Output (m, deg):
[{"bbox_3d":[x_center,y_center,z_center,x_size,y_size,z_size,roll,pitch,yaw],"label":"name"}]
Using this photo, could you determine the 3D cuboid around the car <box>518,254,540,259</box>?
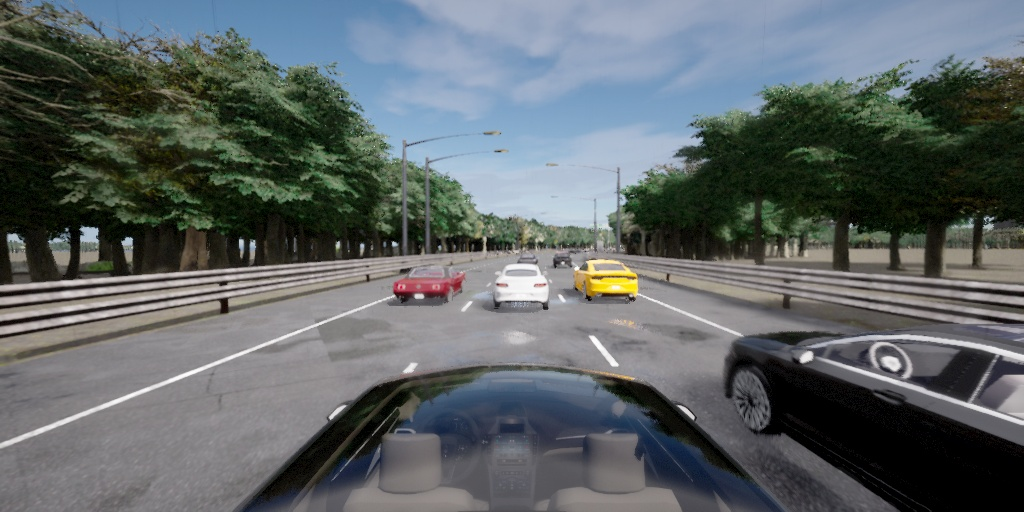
[{"bbox_3d":[1.544,0.506,33.627,2.128,1.511,4.902,0,1,5],"label":"car"}]

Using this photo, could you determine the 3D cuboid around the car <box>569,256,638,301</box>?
[{"bbox_3d":[3.811,0.917,15.305,1.882,1.535,5.008,0,1,2],"label":"car"}]

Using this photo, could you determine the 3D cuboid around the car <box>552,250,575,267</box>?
[{"bbox_3d":[5.401,0.402,38.730,1.837,1.490,4.892,0,1,6],"label":"car"}]

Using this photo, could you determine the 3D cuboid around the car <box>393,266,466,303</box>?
[{"bbox_3d":[-3.112,1.053,14.591,1.895,1.301,4.718,0,1,2],"label":"car"}]

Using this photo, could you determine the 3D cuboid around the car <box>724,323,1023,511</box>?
[{"bbox_3d":[3.522,1.225,2.473,2.128,1.511,4.902,0,1,0],"label":"car"}]

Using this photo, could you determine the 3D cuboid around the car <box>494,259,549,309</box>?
[{"bbox_3d":[0.353,1.008,13.321,1.812,1.442,4.674,0,1,2],"label":"car"}]
